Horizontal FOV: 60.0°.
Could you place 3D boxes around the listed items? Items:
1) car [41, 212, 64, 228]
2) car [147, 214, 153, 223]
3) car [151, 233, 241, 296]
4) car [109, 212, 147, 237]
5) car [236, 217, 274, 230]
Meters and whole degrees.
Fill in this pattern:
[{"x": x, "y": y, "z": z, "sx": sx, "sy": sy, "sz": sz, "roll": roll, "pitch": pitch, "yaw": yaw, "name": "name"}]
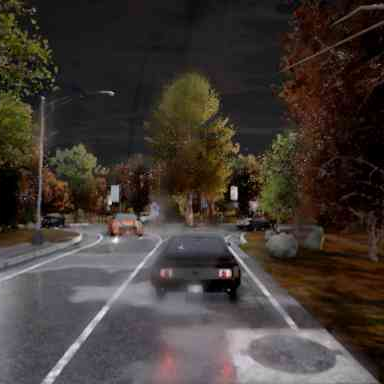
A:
[{"x": -19.263, "y": 3.862, "z": 46.229, "sx": 2.150, "sy": 2.045, "sz": 5.566, "roll": 0, "pitch": -4, "yaw": -10, "name": "car"}, {"x": -10.326, "y": 5.100, "z": 64.513, "sx": 5.566, "sy": 2.045, "sz": 2.150, "roll": 2, "pitch": -5, "yaw": -21, "name": "car"}, {"x": 0.123, "y": 1.770, "z": 9.053, "sx": 1.895, "sy": 1.301, "sz": 4.718, "roll": 0, "pitch": -2, "yaw": 1, "name": "car"}, {"x": -4.872, "y": 2.304, "z": 24.247, "sx": 2.097, "sy": 1.767, "sz": 4.553, "roll": 1, "pitch": -4, "yaw": -17, "name": "car"}, {"x": 6.925, "y": 3.424, "z": 36.242, "sx": 2.033, "sy": 1.411, "sz": 5.357, "roll": -4, "pitch": -6, "yaw": 42, "name": "car"}]
